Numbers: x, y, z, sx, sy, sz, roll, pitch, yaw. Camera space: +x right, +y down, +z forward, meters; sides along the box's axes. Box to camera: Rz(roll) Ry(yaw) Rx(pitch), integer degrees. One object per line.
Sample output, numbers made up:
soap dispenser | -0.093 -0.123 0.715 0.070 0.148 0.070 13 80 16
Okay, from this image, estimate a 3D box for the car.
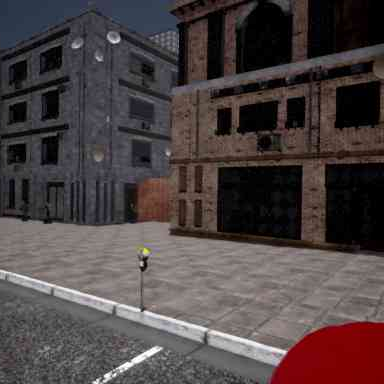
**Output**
car | 2.585 1.315 0.963 5.009 1.841 2.192 0 1 36
